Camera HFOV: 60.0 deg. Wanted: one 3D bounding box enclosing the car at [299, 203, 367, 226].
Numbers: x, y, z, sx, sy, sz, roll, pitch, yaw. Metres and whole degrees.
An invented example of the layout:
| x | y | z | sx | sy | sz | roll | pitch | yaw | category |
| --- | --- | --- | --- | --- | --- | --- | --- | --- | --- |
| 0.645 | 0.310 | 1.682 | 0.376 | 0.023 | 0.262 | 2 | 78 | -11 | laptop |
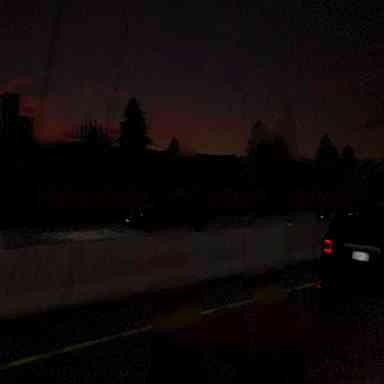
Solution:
| x | y | z | sx | sy | sz | roll | pitch | yaw | category |
| --- | --- | --- | --- | --- | --- | --- | --- | --- | --- |
| 10.367 | 1.556 | 24.287 | 5.357 | 1.411 | 2.033 | 0 | 0 | -36 | car |

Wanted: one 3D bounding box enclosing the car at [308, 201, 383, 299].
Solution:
| x | y | z | sx | sy | sz | roll | pitch | yaw | category |
| --- | --- | --- | --- | --- | --- | --- | --- | --- | --- |
| 5.159 | 1.225 | 7.426 | 5.566 | 2.045 | 2.150 | 0 | 0 | -35 | car |
